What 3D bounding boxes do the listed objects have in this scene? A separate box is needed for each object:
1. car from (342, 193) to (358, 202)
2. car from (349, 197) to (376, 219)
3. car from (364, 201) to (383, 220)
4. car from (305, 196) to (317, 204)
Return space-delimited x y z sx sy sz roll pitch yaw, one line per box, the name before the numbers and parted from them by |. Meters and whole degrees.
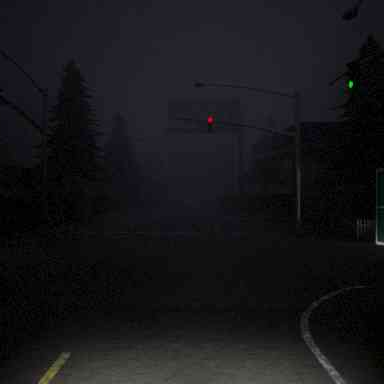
car | 34.936 1.489 71.829 2.007 1.523 4.514 0 0 0
car | 14.378 1.504 24.979 3.866 1.878 1.905 0 0 0
car | 18.707 1.672 30.647 4.611 1.667 2.242 0 0 0
car | 22.529 1.552 64.042 1.970 1.475 3.806 0 0 0
